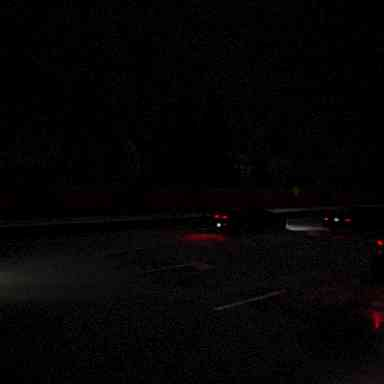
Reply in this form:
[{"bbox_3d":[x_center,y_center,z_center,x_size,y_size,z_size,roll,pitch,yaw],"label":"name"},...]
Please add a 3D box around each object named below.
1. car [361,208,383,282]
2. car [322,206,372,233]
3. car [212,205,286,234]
[{"bbox_3d":[6.596,1.352,8.531,4.553,1.767,2.097,0,0,-36],"label":"car"},{"bbox_3d":[9.796,1.548,19.499,5.357,1.411,2.033,0,0,-38],"label":"car"},{"bbox_3d":[3.381,1.504,19.170,4.892,1.490,1.837,0,0,-36],"label":"car"}]
